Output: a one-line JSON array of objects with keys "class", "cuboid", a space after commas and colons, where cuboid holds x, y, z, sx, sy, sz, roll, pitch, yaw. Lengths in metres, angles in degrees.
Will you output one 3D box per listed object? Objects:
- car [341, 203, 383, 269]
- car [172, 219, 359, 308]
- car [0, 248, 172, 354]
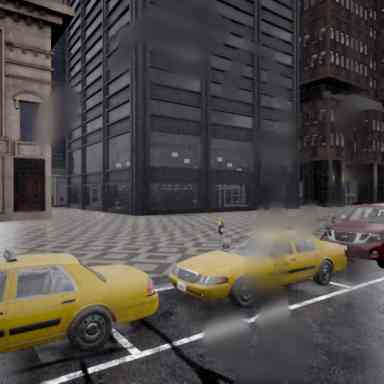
[{"class": "car", "cuboid": [6.498, 1.314, 11.269, 5.009, 1.841, 2.192, 0, 0, -35]}, {"class": "car", "cuboid": [1.763, 1.525, 7.900, 4.829, 1.417, 1.752, 0, 0, -35]}, {"class": "car", "cuboid": [-2.834, 1.525, 4.631, 4.829, 1.417, 1.752, 0, 0, -35]}]
